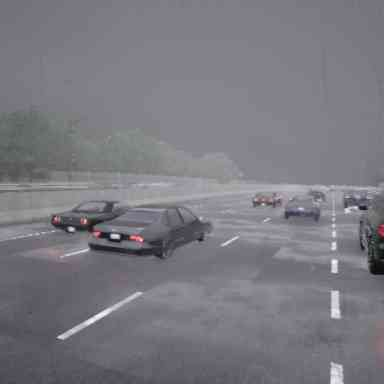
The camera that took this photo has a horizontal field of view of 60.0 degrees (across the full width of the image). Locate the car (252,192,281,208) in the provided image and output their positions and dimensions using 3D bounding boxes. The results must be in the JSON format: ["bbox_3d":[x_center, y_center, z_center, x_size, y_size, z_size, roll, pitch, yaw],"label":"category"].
[{"bbox_3d":[6.539,0.615,28.374,1.895,1.301,4.718,2,3,23],"label":"car"}]

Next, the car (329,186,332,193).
[{"bbox_3d":[34.037,-0.492,84.397,1.812,1.442,4.674,2,1,23],"label":"car"}]

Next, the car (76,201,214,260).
[{"bbox_3d":[-0.962,1.105,10.734,2.033,1.411,5.357,2,2,23],"label":"car"}]

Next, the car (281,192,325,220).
[{"bbox_3d":[7.055,0.892,20.901,1.994,1.385,4.181,2,2,23],"label":"car"}]

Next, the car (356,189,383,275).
[{"bbox_3d":[5.996,0.989,9.191,2.150,2.045,5.566,2,2,23],"label":"car"}]

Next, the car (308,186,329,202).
[{"bbox_3d":[14.390,0.299,38.144,1.837,1.490,4.892,2,2,23],"label":"car"}]

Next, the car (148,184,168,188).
[{"bbox_3d":[-4.092,-0.475,48.493,1.812,1.442,4.674,2,2,23],"label":"car"}]

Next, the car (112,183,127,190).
[{"bbox_3d":[-10.506,-0.683,51.276,1.994,1.385,4.181,2,2,23],"label":"car"}]

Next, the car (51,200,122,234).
[{"bbox_3d":[-3.416,0.983,13.906,1.895,1.301,4.718,2,2,23],"label":"car"}]

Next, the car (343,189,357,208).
[{"bbox_3d":[14.862,0.471,30.047,2.097,1.767,4.553,2,2,23],"label":"car"}]

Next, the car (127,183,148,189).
[{"bbox_3d":[-7.314,-0.597,49.848,1.812,1.442,4.674,2,2,23],"label":"car"}]

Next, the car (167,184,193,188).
[{"bbox_3d":[-0.979,-0.324,46.884,2.033,1.411,5.357,2,2,23],"label":"car"}]
